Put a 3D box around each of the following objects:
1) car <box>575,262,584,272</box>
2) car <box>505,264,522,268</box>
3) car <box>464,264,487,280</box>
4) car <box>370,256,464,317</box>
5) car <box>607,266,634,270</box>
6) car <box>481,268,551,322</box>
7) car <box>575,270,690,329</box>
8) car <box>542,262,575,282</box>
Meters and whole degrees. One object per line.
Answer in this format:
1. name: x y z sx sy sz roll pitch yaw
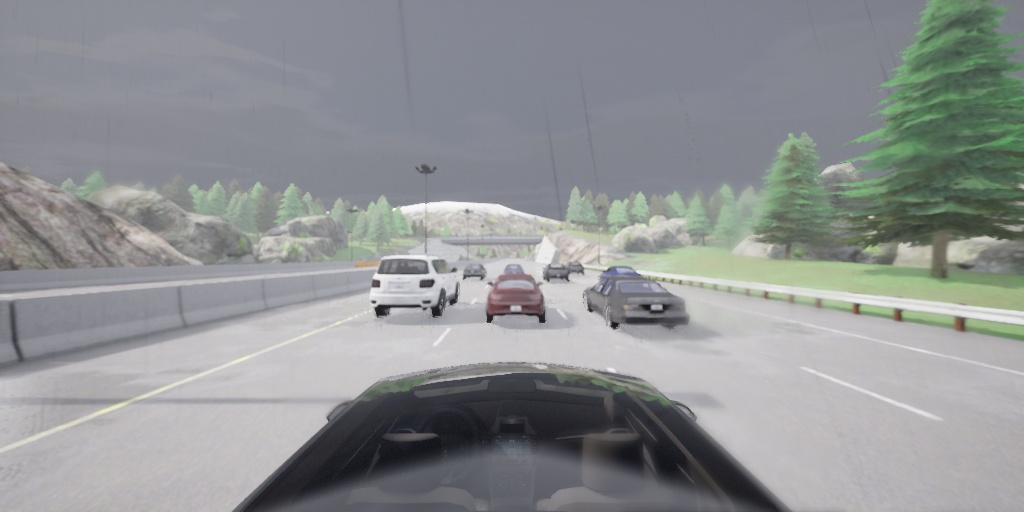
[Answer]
1. car: 7.158 1.394 41.774 2.128 1.511 4.902 0 0 0
2. car: 0.143 1.405 31.288 2.033 1.411 5.357 0 0 0
3. car: -3.355 1.408 32.787 2.033 1.411 5.357 0 0 0
4. car: -3.385 1.011 13.459 2.150 2.045 5.566 0 0 0
5. car: 7.131 1.363 23.832 1.812 1.442 4.674 0 0 0
6. car: 0.113 1.315 12.376 1.812 1.442 4.674 0 0 0
7. car: 3.610 1.336 11.448 2.033 1.411 5.357 0 0 0
8. car: 3.641 1.350 30.454 2.128 1.511 4.902 0 0 0
